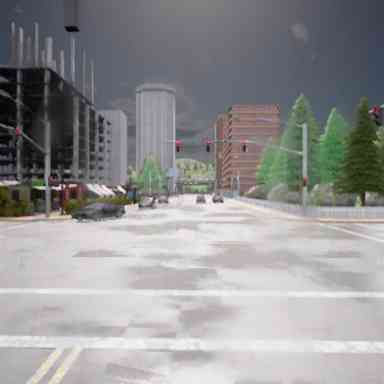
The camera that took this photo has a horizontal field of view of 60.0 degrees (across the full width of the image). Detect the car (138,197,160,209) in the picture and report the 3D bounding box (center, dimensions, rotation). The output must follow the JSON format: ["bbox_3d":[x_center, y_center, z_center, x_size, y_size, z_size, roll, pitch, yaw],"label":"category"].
[{"bbox_3d":[-5.882,1.487,43.836,2.128,1.511,4.902,0,0,2],"label":"car"}]

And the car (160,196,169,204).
[{"bbox_3d":[-5.371,1.517,62.246,1.812,1.442,4.674,0,0,2],"label":"car"}]

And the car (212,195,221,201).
[{"bbox_3d":[5.491,1.412,74.936,1.895,1.301,4.718,0,0,1],"label":"car"}]

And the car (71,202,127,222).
[{"bbox_3d":[-7.368,1.544,27.062,2.033,1.411,5.357,0,0,20],"label":"car"}]

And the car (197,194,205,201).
[{"bbox_3d":[1.992,1.316,74.993,1.837,1.490,4.892,0,0,1],"label":"car"}]

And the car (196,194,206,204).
[{"bbox_3d":[1.761,1.592,65.809,1.895,1.301,4.718,0,0,1],"label":"car"}]

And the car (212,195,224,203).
[{"bbox_3d":[5.268,1.517,66.039,1.812,1.442,4.674,0,0,1],"label":"car"}]
